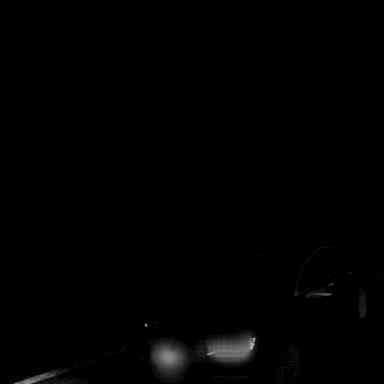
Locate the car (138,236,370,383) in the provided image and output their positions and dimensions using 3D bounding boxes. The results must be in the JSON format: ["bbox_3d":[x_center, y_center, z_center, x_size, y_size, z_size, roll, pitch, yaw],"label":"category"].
[{"bbox_3d":[1.372,1.550,5.359,1.837,1.490,4.892,-1,-2,42],"label":"car"}]
